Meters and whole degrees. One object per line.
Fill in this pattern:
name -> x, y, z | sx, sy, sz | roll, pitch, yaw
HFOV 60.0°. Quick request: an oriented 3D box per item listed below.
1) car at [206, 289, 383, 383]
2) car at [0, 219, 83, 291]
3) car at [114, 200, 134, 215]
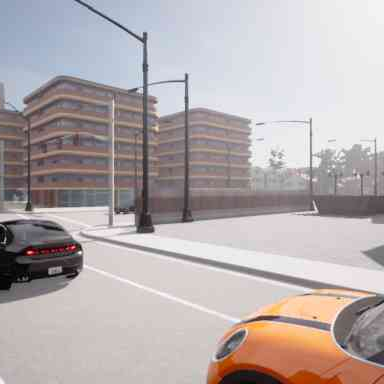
car -> 2.277, 1.352, 2.334 | 4.553, 1.767, 2.097 | 0, 0, 40
car -> -4.718, 1.515, 9.223 | 1.837, 1.490, 4.892 | 0, 0, -43
car -> -6.009, 1.578, 35.275 | 5.357, 1.411, 2.033 | 0, 0, -44
